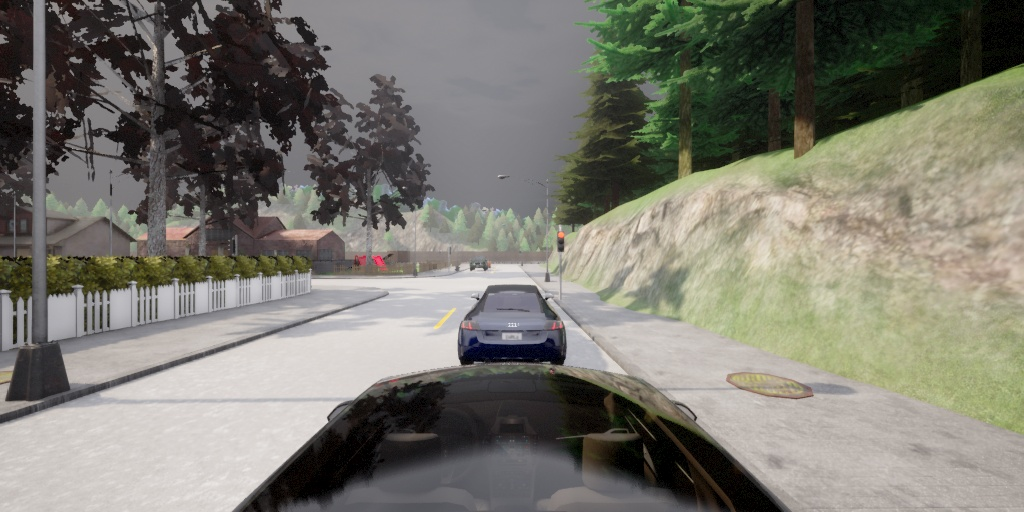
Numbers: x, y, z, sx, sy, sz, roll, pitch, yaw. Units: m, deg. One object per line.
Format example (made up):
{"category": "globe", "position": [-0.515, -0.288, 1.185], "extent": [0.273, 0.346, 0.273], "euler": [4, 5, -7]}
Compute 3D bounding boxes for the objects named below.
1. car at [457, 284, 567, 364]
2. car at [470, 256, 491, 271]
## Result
{"category": "car", "position": [0.005, 1.314, 8.002], "extent": [1.994, 1.385, 4.181], "euler": [0, 0, 0]}
{"category": "car", "position": [-4.529, 0.972, 49.488], "extent": [2.150, 2.045, 5.566], "euler": [0, 0, 0]}
